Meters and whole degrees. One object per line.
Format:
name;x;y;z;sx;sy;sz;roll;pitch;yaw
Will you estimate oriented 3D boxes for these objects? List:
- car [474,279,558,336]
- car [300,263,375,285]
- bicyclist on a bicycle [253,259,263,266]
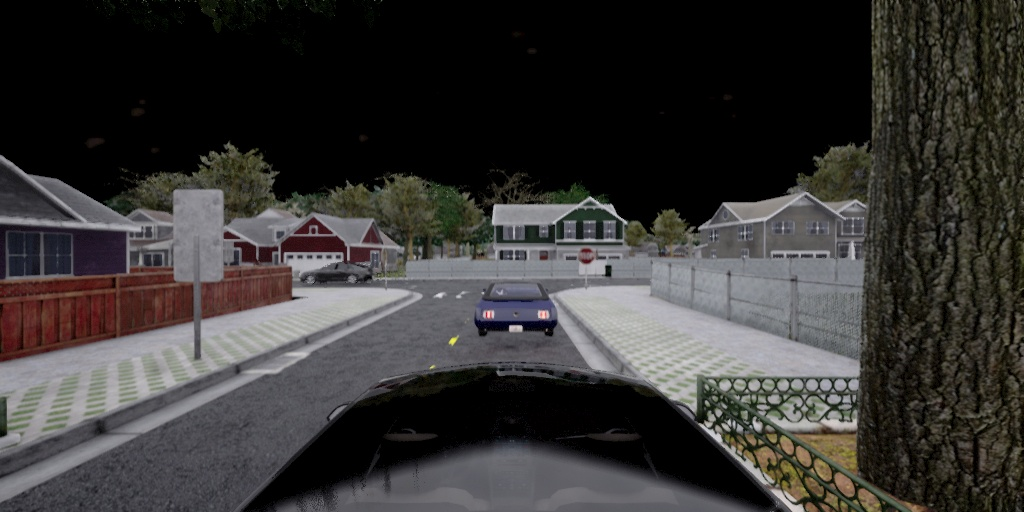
car;0.103;1.309;10.132;1.895;1.301;4.718;0;0;0
car;-12.228;1.225;25.264;4.892;1.490;1.837;0;0;0
bicyclist on a bicycle;-19.986;1.068;28.169;0.582;1.620;1.656;0;1;1
